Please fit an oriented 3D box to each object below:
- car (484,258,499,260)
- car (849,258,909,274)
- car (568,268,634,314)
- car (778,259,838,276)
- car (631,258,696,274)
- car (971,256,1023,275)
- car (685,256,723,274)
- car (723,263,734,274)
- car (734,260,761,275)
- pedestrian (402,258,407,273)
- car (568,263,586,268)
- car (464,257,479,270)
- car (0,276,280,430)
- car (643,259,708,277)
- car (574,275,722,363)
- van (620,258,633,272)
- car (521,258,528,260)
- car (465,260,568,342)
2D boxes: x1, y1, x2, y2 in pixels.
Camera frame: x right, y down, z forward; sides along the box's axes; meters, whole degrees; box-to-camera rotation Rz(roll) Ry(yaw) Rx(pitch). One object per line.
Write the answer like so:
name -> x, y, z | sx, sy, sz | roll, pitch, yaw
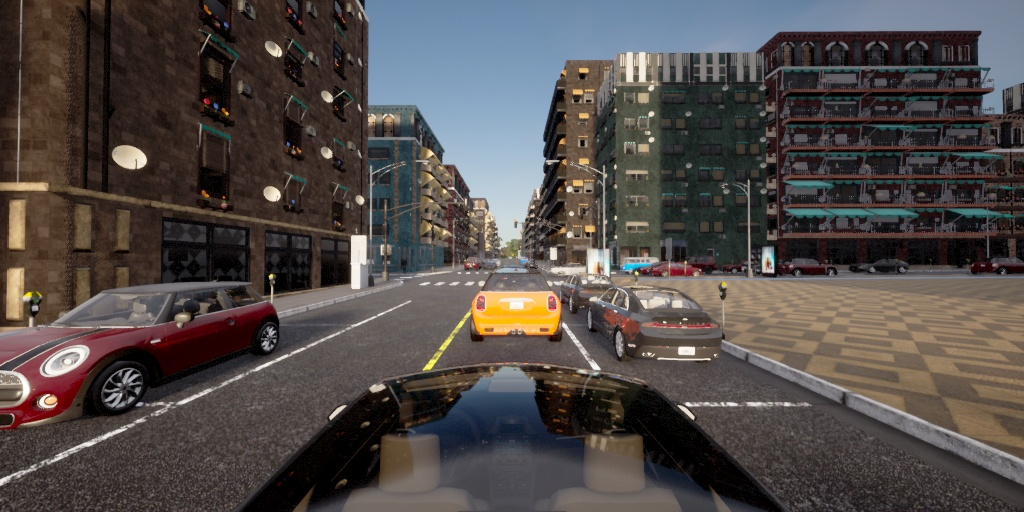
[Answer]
car -> -3.093, 1.331, 51.101 | 1.994, 1.385, 4.181 | 0, 0, -1
car -> 36.542, 0.997, 35.801 | 4.892, 1.490, 1.837 | -1, -1, 1
car -> 2.823, 1.304, 13.555 | 2.007, 1.370, 4.403 | 0, 0, 0
car -> 24.769, 0.935, 30.098 | 4.097, 1.591, 1.967 | 0, 0, 0
car -> 15.218, 1.203, 35.971 | 5.357, 1.411, 2.033 | 0, -1, 0
car -> 41.350, 0.811, 29.975 | 4.097, 1.591, 1.967 | 0, 0, 0
car -> 19.305, 0.977, 38.518 | 5.009, 1.841, 2.192 | 0, 0, 0
car -> 24.833, 1.165, 38.478 | 4.507, 1.381, 1.888 | 0, 0, 0
car -> 25.597, 1.067, 35.893 | 4.902, 1.511, 2.128 | 0, -1, 1
pedestrian -> -12.521, 1.097, 41.715 | 0.375, 1.860, 0.375 | 0, 0, 0
car -> 6.121, 1.283, 33.157 | 4.718, 1.301, 1.895 | -1, -1, 16
car -> -5.679, 1.083, 51.789 | 2.192, 1.841, 5.009 | 0, 0, 0
car -> -5.819, 1.191, 5.751 | 1.967, 1.591, 4.097 | 0, 0, 0
car -> 13.713, 1.162, 30.179 | 4.207, 1.307, 1.802 | 0, 0, 0
car -> 2.822, 1.302, 7.985 | 2.007, 1.370, 4.403 | 0, 0, 0
van -> 13.777, 1.046, 38.559 | 3.998, 1.789, 1.690 | 0, 0, 0
car -> 2.701, 1.334, 51.747 | 1.948, 1.339, 4.313 | 0, 0, 0
car -> 0.099, 1.104, 9.965 | 2.097, 1.767, 4.553 | 0, 0, 0
